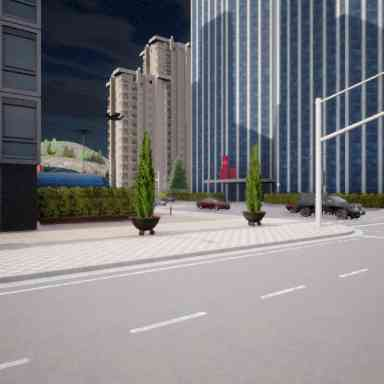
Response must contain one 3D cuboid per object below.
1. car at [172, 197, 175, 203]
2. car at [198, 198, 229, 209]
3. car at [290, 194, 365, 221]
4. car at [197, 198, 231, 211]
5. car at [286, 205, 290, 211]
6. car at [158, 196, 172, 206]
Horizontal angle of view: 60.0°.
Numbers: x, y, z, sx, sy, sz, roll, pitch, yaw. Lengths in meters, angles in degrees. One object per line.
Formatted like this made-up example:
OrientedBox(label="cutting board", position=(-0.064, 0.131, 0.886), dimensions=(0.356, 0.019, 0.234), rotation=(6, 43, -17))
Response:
OrientedBox(label="car", position=(-5.354, 1.498, 69.722), dimensions=(2.128, 1.511, 4.902), rotation=(0, 0, -36))
OrientedBox(label="car", position=(2.945, 1.565, 46.030), dimensions=(1.994, 1.385, 4.181), rotation=(0, 0, -36))
OrientedBox(label="car", position=(11.561, 1.221, 28.190), dimensions=(2.150, 2.045, 5.566), rotation=(0, 0, -36))
OrientedBox(label="car", position=(2.619, 1.478, 40.511), dimensions=(1.882, 1.535, 5.008), rotation=(0, 0, -36))
OrientedBox(label="car", position=(11.955, 1.601, 33.590), dimensions=(1.895, 1.301, 4.718), rotation=(0, 0, -36))
OrientedBox(label="car", position=(-5.781, 1.490, 52.152), dimensions=(2.128, 1.511, 4.902), rotation=(0, 0, -36))
